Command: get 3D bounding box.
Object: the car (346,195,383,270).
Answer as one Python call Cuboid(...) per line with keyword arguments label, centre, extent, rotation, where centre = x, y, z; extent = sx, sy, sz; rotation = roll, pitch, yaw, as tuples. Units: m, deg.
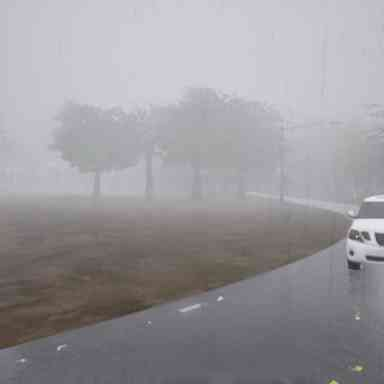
Cuboid(label="car", centre=(6.262, 1.144, 10.363), extent=(2.150, 2.045, 5.566), rotation=(0, 0, 31))
